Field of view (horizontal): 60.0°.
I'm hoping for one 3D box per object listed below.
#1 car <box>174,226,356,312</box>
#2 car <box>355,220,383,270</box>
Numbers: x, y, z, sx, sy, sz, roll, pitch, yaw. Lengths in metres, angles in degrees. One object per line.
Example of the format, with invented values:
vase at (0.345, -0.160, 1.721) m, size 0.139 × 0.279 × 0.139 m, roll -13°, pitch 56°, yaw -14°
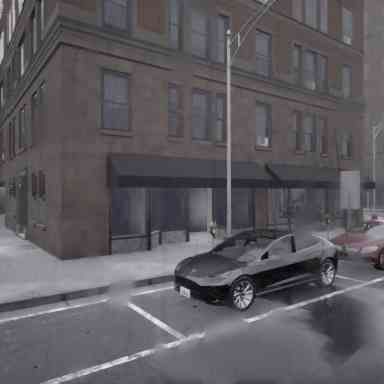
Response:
car at (1.640, 1.566, 7.704) m, size 4.313 × 1.339 × 1.947 m, roll 0°, pitch 0°, yaw -35°
car at (6.119, 1.582, 10.898) m, size 4.206 × 1.307 × 1.802 m, roll 0°, pitch 0°, yaw -35°
